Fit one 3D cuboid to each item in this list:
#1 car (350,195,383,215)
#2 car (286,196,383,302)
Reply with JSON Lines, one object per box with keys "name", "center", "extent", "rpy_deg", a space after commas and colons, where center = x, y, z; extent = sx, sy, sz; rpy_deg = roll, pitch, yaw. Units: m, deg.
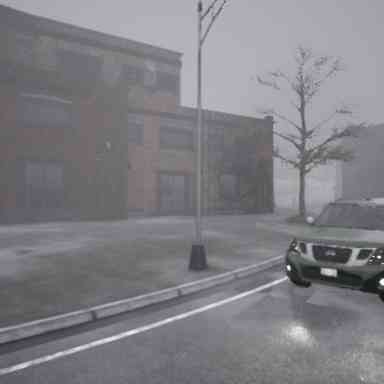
{"name": "car", "center": [18.070, 1.256, 33.849], "extent": [2.097, 1.767, 4.553], "rpy_deg": [0, 0, 3]}
{"name": "car", "center": [4.475, 1.209, 8.639], "extent": [2.150, 2.045, 5.566], "rpy_deg": [0, 0, 40]}
